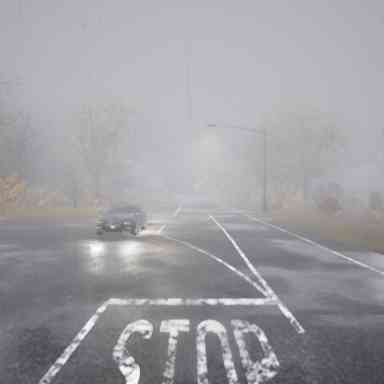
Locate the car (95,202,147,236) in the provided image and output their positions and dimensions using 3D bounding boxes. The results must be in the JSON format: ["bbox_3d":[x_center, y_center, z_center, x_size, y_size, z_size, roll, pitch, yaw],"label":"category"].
[{"bbox_3d":[-3.438,1.281,16.876,1.837,1.490,4.892,1,0,0],"label":"car"}]
